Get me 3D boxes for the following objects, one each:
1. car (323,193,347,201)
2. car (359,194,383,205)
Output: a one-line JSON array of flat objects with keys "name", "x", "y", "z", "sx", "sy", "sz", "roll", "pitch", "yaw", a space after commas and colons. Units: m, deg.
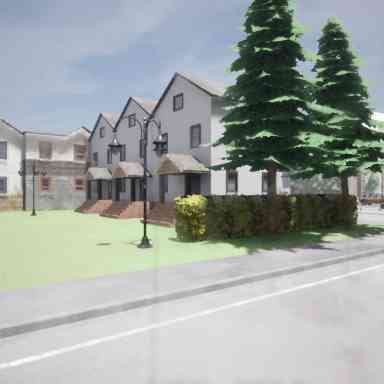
[{"name": "car", "x": 32.140, "y": 1.097, "z": 74.727, "sx": 1.932, "sy": 1.855, "sz": 4.605, "roll": 0, "pitch": 0, "yaw": -36}, {"name": "car", "x": 27.271, "y": 1.097, "z": 49.273, "sx": 1.932, "sy": 1.855, "sz": 4.605, "roll": 0, "pitch": 0, "yaw": -36}]
